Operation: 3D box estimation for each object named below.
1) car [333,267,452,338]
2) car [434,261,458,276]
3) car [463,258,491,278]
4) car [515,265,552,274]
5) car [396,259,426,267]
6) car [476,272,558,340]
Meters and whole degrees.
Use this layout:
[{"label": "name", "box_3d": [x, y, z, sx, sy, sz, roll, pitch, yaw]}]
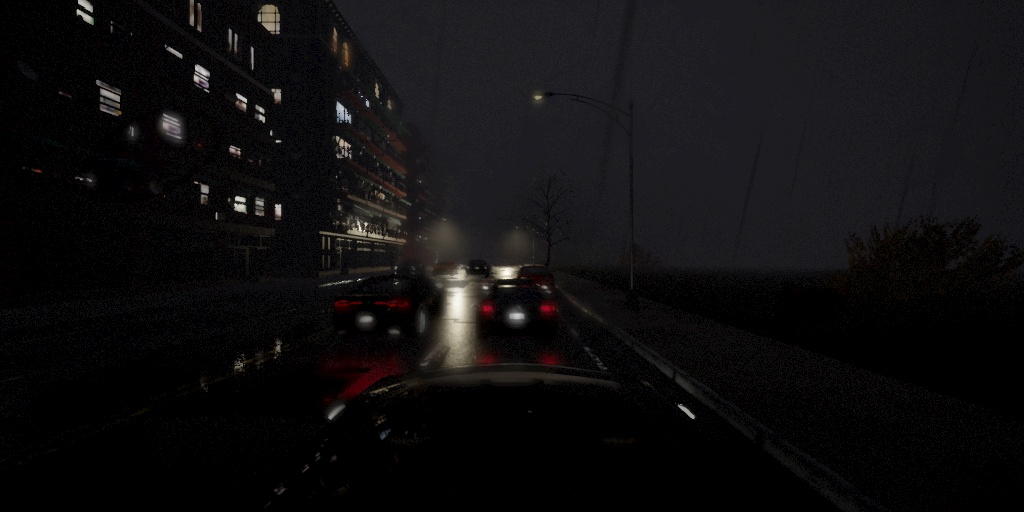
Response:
[{"label": "car", "box_3d": [-3.146, 1.229, 10.219, 1.882, 1.535, 5.008, 0, 0, 0]}, {"label": "car", "box_3d": [-6.578, 1.230, 35.548, 1.882, 1.535, 5.008, 0, 0, 0]}, {"label": "car", "box_3d": [-3.128, 1.103, 34.328, 2.097, 1.767, 4.553, 0, 0, 0]}, {"label": "car", "box_3d": [1.149, 1.230, 18.938, 1.882, 1.535, 5.008, 0, 0, 0]}, {"label": "car", "box_3d": [-9.828, 1.104, 34.902, 2.097, 1.767, 4.553, 0, 0, 0]}, {"label": "car", "box_3d": [0.107, 1.315, 10.018, 1.994, 1.385, 4.181, 0, 0, 0]}]
